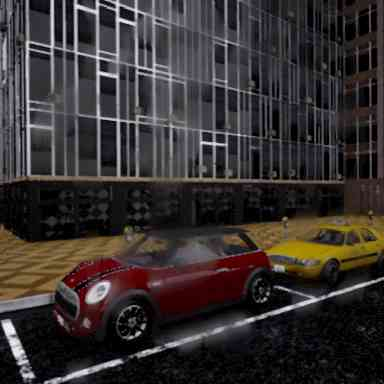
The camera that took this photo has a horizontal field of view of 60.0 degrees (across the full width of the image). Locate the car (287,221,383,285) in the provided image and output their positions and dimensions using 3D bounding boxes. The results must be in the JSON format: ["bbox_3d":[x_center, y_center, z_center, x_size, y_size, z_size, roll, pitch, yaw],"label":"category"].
[{"bbox_3d":[4.092,1.532,9.493,4.829,1.417,1.752,0,-1,-36],"label":"car"}]

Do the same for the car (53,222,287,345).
[{"bbox_3d":[-0.396,1.443,6.290,4.097,1.590,1.967,0,-1,-36],"label":"car"}]
